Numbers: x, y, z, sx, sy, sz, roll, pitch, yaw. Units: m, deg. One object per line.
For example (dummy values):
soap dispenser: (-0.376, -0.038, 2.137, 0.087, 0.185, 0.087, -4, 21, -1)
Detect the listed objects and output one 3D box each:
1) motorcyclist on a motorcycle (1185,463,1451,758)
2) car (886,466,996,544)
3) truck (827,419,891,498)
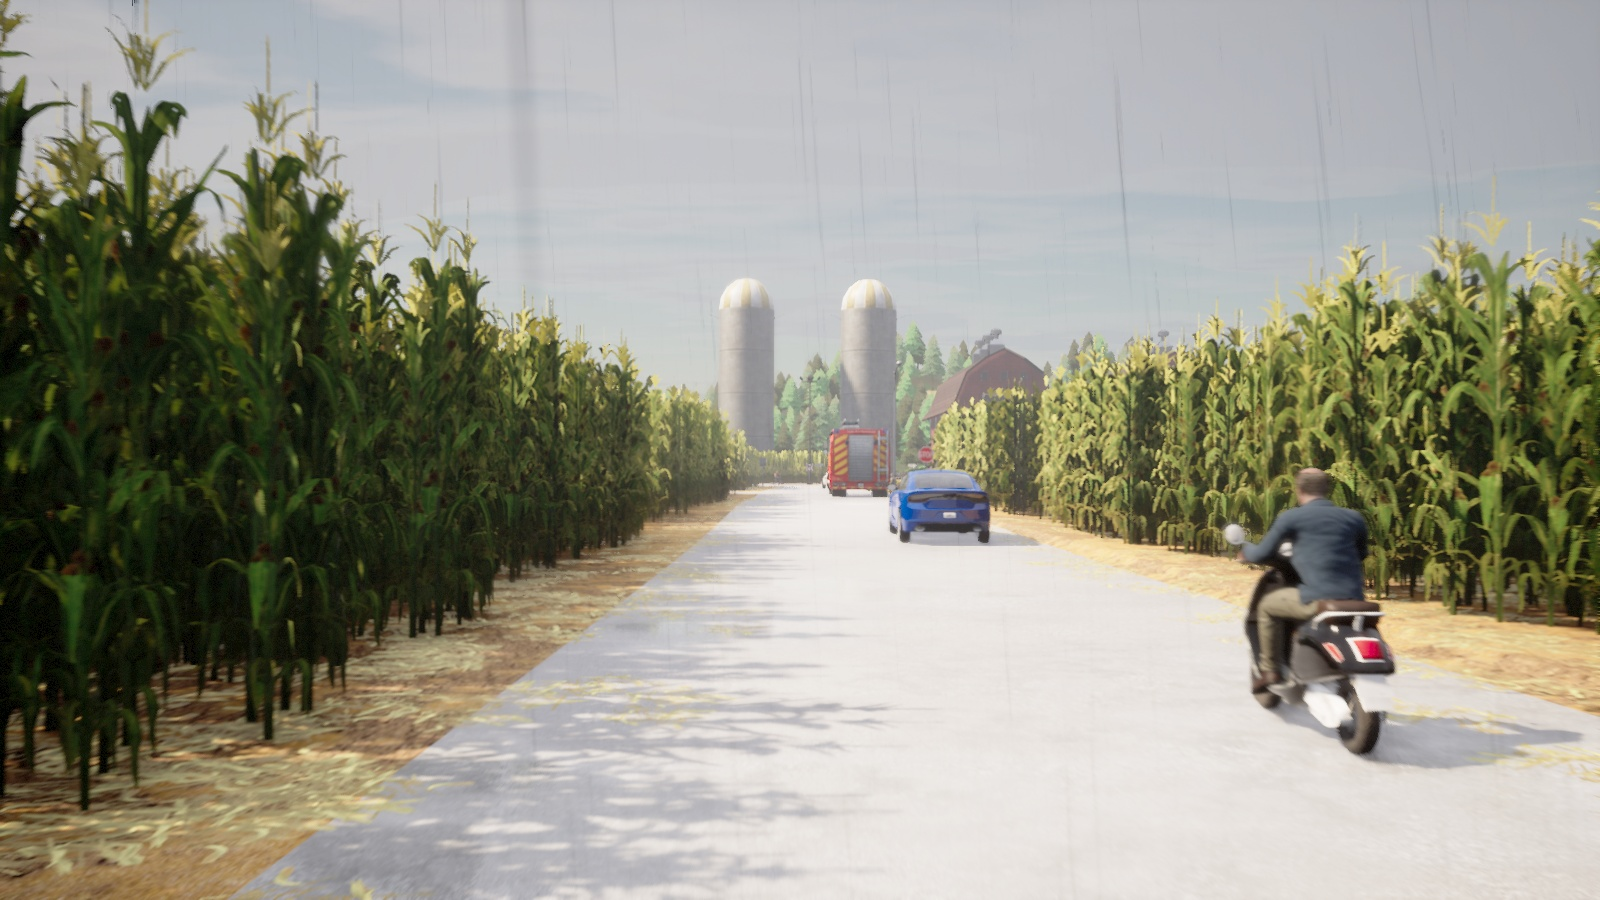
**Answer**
motorcyclist on a motorcycle: (3.079, 0.883, 7.704, 0.866, 1.590, 1.817, 0, -1, 0)
car: (3.032, 1.159, 28.060, 1.882, 1.535, 5.008, 0, 0, 0)
truck: (2.937, 0.451, 65.263, 2.891, 3.827, 8.468, 0, -1, 0)
